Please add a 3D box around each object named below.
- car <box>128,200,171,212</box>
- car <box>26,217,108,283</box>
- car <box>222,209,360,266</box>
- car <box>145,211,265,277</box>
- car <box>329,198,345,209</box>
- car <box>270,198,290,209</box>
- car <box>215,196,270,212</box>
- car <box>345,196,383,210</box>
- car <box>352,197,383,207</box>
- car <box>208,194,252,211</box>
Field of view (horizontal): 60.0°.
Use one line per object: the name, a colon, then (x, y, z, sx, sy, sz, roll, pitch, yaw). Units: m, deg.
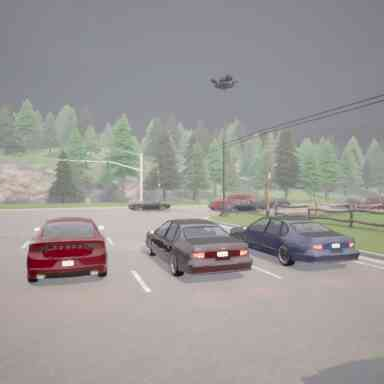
car: (-4.949, 1.601, 38.378, 4.718, 1.301, 1.895, 0, 0, -24)
car: (-3.648, 1.478, 9.932, 1.882, 1.535, 5.008, 0, 0, -19)
car: (3.172, 1.547, 11.644, 2.033, 1.411, 5.357, 0, 0, -20)
car: (-0.105, 1.547, 10.403, 2.033, 1.411, 5.357, 0, 0, -20)
car: (20.458, 1.526, 44.286, 4.674, 1.442, 1.812, 0, 0, -19)
car: (10.772, 1.492, 44.653, 4.902, 1.511, 2.128, 0, 0, -19)
car: (5.342, 1.492, 35.160, 4.902, 1.511, 2.128, 0, 0, -21)
car: (21.842, 1.352, 41.078, 4.553, 1.767, 2.097, 0, 0, -19)
car: (26.895, 1.477, 50.223, 5.008, 1.535, 1.882, 0, 0, -19)
car: (4.638, 1.223, 38.648, 5.566, 2.045, 2.150, 0, 0, -21)
